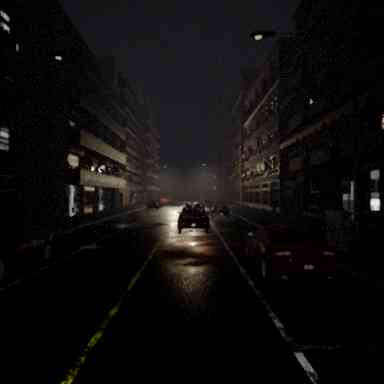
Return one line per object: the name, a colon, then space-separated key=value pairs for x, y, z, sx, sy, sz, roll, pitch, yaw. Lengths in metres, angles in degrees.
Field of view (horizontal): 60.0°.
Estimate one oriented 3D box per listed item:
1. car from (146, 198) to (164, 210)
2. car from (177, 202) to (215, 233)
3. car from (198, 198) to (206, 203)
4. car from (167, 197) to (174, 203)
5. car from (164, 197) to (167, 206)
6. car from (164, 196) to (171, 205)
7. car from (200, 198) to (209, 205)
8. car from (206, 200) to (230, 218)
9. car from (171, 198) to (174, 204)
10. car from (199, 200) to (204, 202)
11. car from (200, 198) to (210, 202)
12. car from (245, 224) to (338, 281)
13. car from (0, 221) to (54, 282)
car: x=-5.711 y=1.892 z=49.337 sx=2.008 sy=1.369 sz=4.403 roll=0 pitch=0 yaw=0
car: x=0.090 y=1.636 z=20.766 sx=2.128 sy=1.511 sz=4.902 roll=0 pitch=0 yaw=0
car: x=2.651 y=2.191 z=88.790 sx=1.802 sy=1.307 sz=4.206 roll=0 pitch=0 yaw=0
car: x=-5.729 y=2.134 z=88.620 sx=1.752 sy=1.417 sz=4.829 roll=0 pitch=0 yaw=0
car: x=-5.714 y=1.930 z=54.974 sx=2.008 sy=1.369 sz=4.403 roll=0 pitch=0 yaw=0
car: x=-5.719 y=2.001 z=66.246 sx=1.887 sy=1.381 sz=4.507 roll=0 pitch=0 yaw=0
car: x=2.659 y=2.076 z=71.881 sx=1.802 sy=1.307 sz=4.206 roll=0 pitch=0 yaw=0
car: x=2.677 y=1.776 z=32.429 sx=2.008 sy=1.369 sz=4.403 roll=0 pitch=0 yaw=0
car: x=-5.724 y=1.848 z=77.520 sx=2.192 sy=1.841 sz=5.009 roll=0 pitch=0 yaw=0
car: x=0.082 y=1.867 z=38.438 sx=1.895 sy=1.301 sz=4.718 roll=0 pitch=0 yaw=0
car: x=2.667 y=1.906 z=55.143 sx=1.752 sy=1.417 sz=4.829 roll=0 pitch=0 yaw=0
car: x=2.688 y=1.614 z=9.885 sx=1.887 sy=1.381 sz=4.507 roll=0 pitch=0 yaw=0
car: x=-5.693 y=1.615 z=9.885 sx=1.887 sy=1.381 sz=4.507 roll=0 pitch=0 yaw=0
